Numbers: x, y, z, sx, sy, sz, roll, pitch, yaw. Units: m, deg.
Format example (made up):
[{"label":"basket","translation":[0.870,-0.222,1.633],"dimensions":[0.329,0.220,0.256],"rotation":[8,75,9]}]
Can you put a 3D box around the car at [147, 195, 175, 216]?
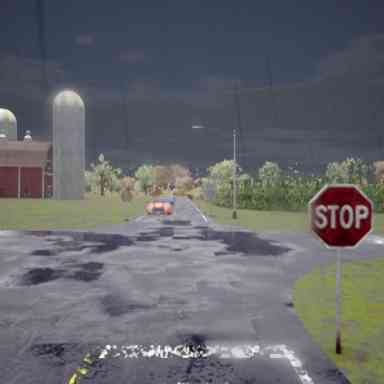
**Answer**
[{"label":"car","translation":[-3.048,1.290,31.869],"dimensions":[2.097,1.767,4.553],"rotation":[0,0,-1]}]

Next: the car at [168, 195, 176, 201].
[{"label":"car","translation":[-4.904,1.407,81.855],"dimensions":[1.812,1.442,4.674],"rotation":[0,0,-2]}]
